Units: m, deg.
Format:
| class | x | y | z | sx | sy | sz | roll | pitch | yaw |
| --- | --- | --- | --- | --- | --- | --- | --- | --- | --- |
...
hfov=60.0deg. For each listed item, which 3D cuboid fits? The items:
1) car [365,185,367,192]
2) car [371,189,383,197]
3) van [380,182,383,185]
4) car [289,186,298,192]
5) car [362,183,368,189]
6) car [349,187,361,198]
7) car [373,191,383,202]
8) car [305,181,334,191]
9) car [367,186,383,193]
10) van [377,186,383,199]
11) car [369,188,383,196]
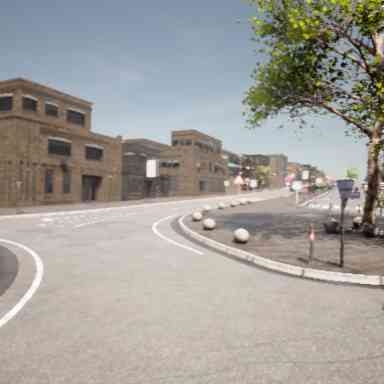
| class | x | y | z | sx | sy | sz | roll | pitch | yaw |
| --- | --- | --- | --- | --- | --- | --- | --- | --- | --- |
| car | 39.689 | -0.352 | 69.990 | 4.792 | 1.488 | 2.163 | 1 | 2 | 26 |
| car | 33.597 | 0.181 | 57.532 | 4.674 | 1.452 | 2.002 | 1 | 2 | 26 |
| van | 37.372 | -0.397 | 64.938 | 4.442 | 1.987 | 1.878 | 1 | 2 | 26 |
| car | 25.377 | -0.778 | 83.472 | 2.128 | 1.511 | 4.902 | 1 | 2 | 26 |
| car | 41.995 | -0.594 | 75.037 | 5.366 | 1.575 | 1.946 | 1 | 2 | 26 |
| car | 27.537 | 0.286 | 56.503 | 2.033 | 1.411 | 5.357 | 1 | 3 | 26 |
| car | 28.732 | 0.592 | 47.562 | 4.792 | 1.488 | 2.163 | 1 | 3 | 26 |
| car | 32.457 | -1.169 | 84.919 | 5.566 | 2.045 | 2.435 | 1 | 2 | 26 |
| car | 43.411 | -0.663 | 77.433 | 4.792 | 1.488 | 2.163 | 1 | 2 | 26 |
| van | 24.930 | 0.653 | 40.150 | 4.442 | 1.987 | 1.878 | 1 | 3 | 26 |
| car | 36.043 | -0.028 | 62.513 | 4.674 | 1.452 | 2.002 | 1 | 2 | 26 |
